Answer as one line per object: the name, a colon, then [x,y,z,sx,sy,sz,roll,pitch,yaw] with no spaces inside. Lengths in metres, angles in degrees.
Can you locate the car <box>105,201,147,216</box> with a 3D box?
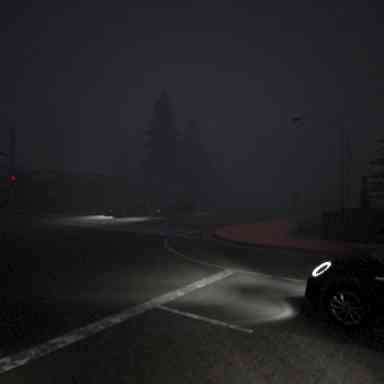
car: [-6.014,1.495,31.131,1.994,1.385,4.181,0,0,38]

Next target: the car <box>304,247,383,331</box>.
car: [4.235,1.357,5.321,4.553,1.767,2.097,0,0,38]

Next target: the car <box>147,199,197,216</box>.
car: [-1.460,1.434,31.303,2.128,1.511,4.902,0,0,38]
